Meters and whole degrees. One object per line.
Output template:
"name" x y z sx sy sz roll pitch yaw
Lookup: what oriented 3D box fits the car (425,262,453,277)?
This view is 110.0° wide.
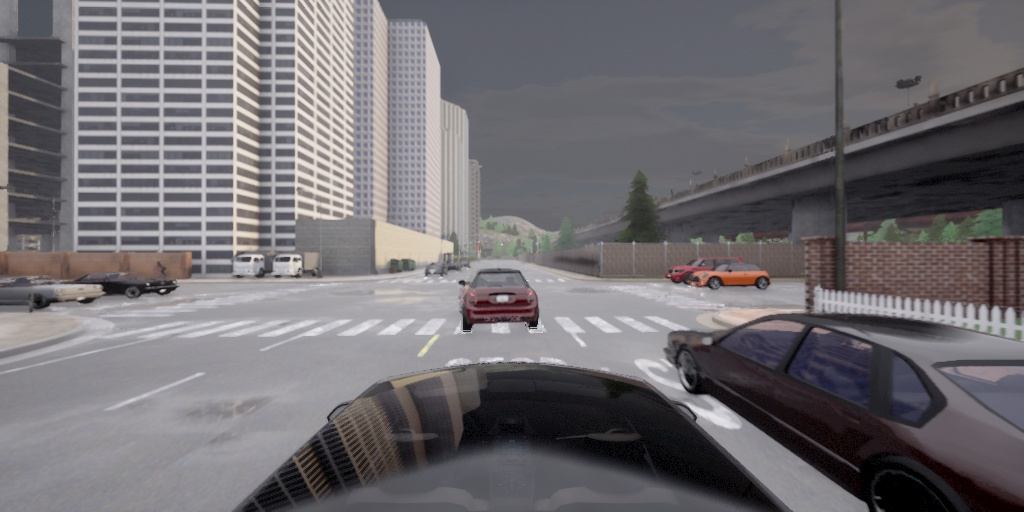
"car" -8.024 1.388 38.374 2.128 1.511 4.902 0 0 -2

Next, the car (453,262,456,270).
"car" -8.352 1.545 51.139 1.895 1.301 4.718 0 0 -1

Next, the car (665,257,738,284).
"car" 14.388 1.098 26.623 5.566 2.045 2.150 0 0 -1

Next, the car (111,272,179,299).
"car" -20.333 1.499 18.572 4.718 1.301 1.895 0 0 -1

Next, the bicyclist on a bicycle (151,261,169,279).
"bicyclist on a bicycle" -29.753 1.256 30.330 0.582 1.620 1.656 0 0 -1

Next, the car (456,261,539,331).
"car" -0.608 1.154 11.458 2.097 1.767 4.553 0 0 -10

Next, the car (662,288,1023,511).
"car" 3.428 1.300 3.590 2.033 1.411 5.357 0 0 1

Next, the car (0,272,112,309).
"car" -20.375 1.486 15.070 4.718 1.301 1.895 0 0 -1

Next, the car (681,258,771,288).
"car" 13.864 1.216 23.108 4.553 1.767 2.097 0 0 -1
